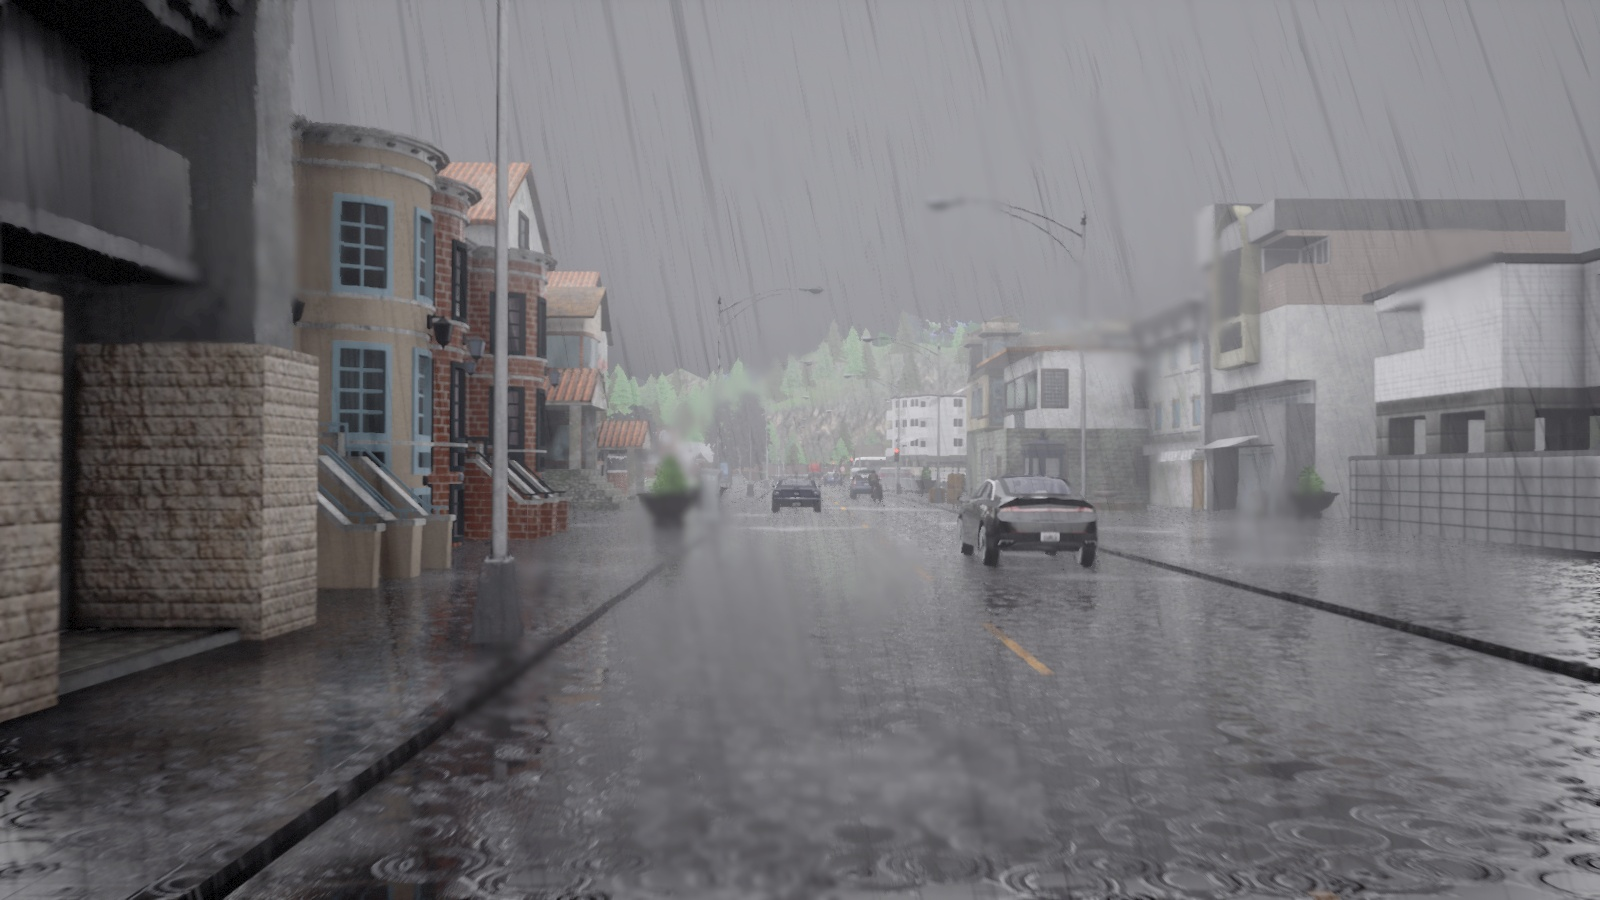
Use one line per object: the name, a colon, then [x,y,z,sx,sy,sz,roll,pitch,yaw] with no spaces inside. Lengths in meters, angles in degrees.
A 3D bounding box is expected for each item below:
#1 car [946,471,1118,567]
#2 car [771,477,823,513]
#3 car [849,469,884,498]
car: [3.945,1.128,22.301,2.128,1.511,4.902,0,-1,0]
car: [-0.119,1.732,48.793,1.895,1.301,4.718,0,-1,0]
car: [3.813,1.912,72.569,1.851,1.617,3.988,0,-1,0]
